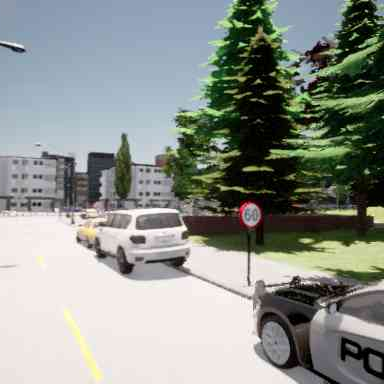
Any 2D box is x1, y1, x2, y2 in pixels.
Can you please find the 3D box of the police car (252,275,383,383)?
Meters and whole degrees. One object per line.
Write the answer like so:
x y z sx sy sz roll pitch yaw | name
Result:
2.696 1.633 3.804 1.930 1.638 5.238 2 -3 -29 | police car

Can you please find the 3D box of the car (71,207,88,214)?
-26.243 4.206 77.607 2.038 1.542 4.974 1 -2 1 | car

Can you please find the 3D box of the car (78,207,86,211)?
-26.241 4.047 77.561 1.853 1.218 4.536 1 -2 1 | car

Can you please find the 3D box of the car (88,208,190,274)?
-2.104 1.630 12.490 2.150 2.045 5.566 -2 -1 -29 | car

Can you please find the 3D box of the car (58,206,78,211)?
-28.859 3.877 76.583 3.633 1.501 1.845 2 -2 -17 | car

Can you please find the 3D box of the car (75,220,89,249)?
-5.010 2.069 17.912 1.801 1.575 5.366 2 -3 -29 | car
